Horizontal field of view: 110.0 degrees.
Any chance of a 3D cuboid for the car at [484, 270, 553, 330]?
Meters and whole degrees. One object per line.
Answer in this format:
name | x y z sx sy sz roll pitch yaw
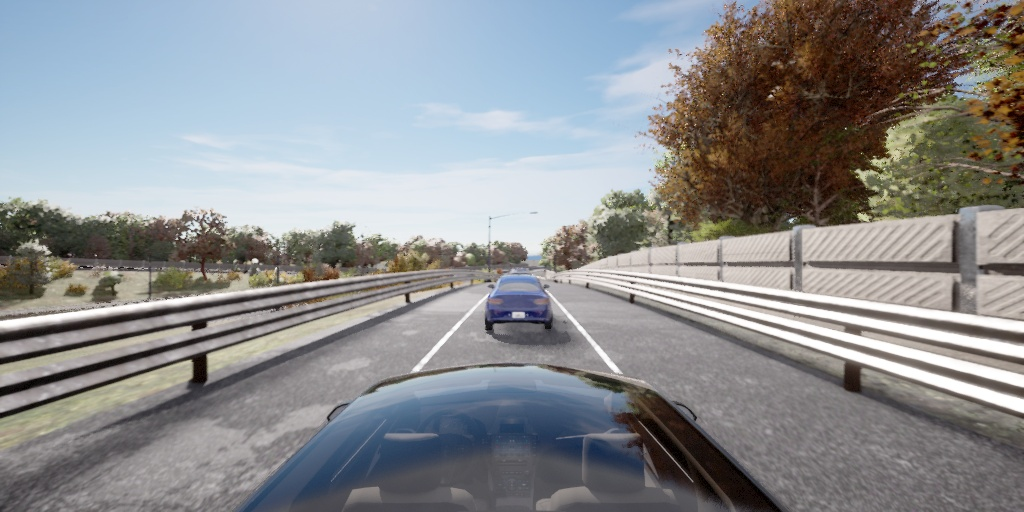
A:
car | 0.202 1.308 11.101 1.812 1.442 4.674 0 -1 1
